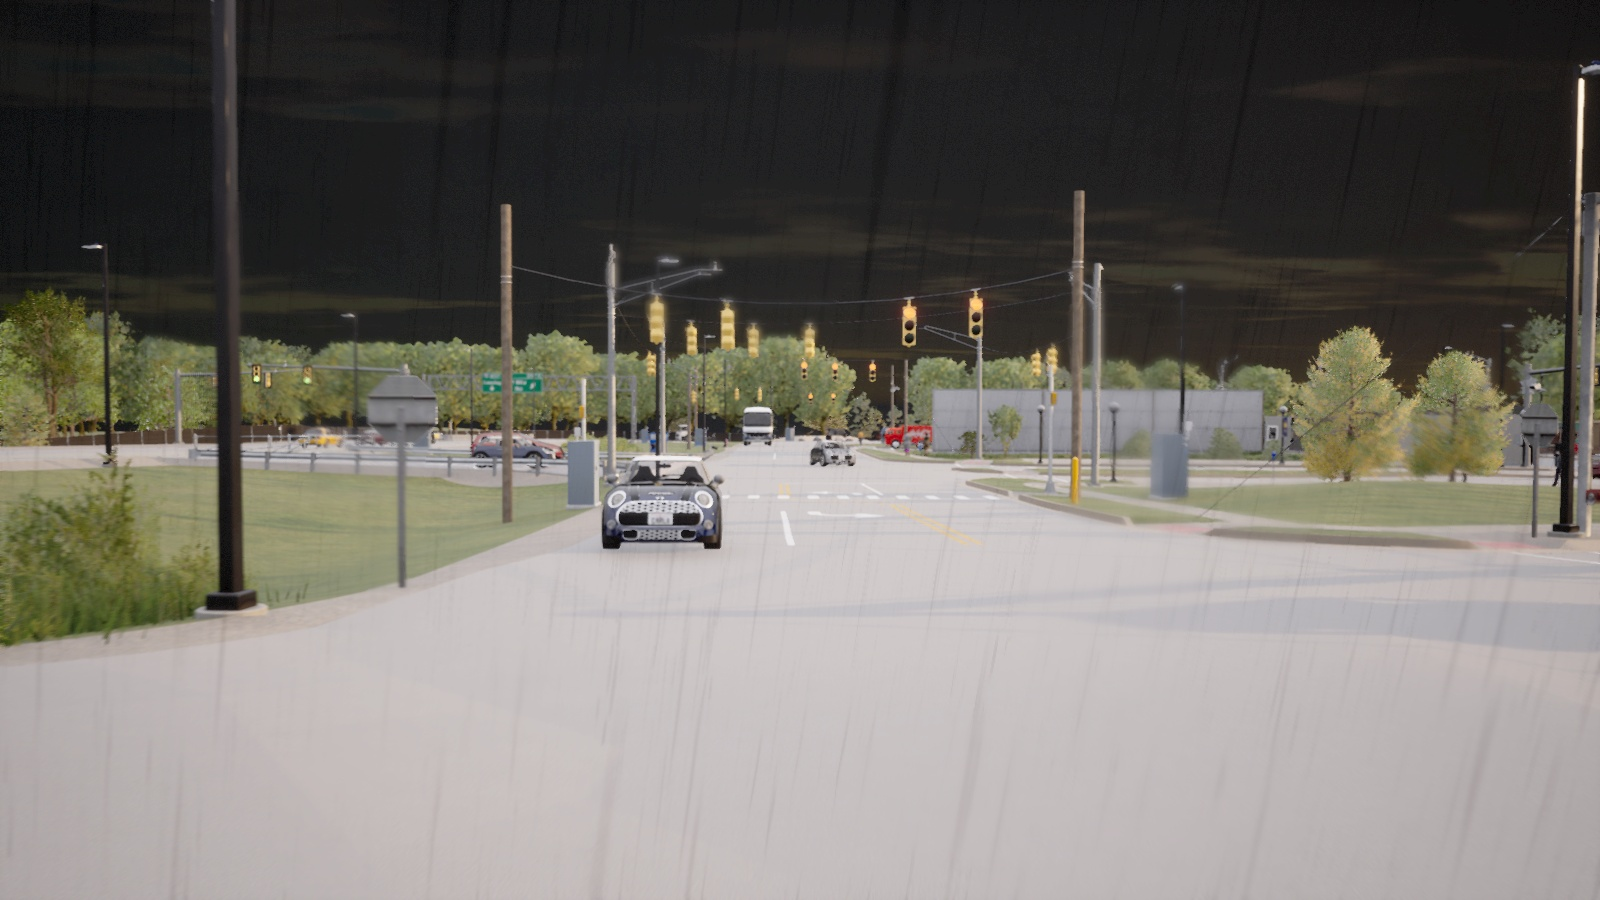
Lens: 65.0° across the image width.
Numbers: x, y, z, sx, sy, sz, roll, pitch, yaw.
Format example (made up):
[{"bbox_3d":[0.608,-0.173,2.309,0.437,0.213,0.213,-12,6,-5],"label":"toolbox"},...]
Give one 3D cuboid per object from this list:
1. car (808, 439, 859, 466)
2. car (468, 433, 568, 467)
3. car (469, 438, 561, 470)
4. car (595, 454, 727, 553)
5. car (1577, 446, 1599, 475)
[{"bbox_3d":[1.918,0.127,72.951,1.970,1.475,3.806,-1,1,-15],"label":"car"},{"bbox_3d":[-14.115,-0.030,63.052,4.611,1.667,2.242,0,1,-3],"label":"car"},{"bbox_3d":[-13.437,0.165,59.327,3.806,1.475,1.970,0,1,3],"label":"car"},{"bbox_3d":[-2.232,0.818,21.150,1.970,1.475,3.806,0,0,-3],"label":"car"},{"bbox_3d":[43.828,0.564,66.768,3.806,1.475,1.970,1,1,-6],"label":"car"}]
